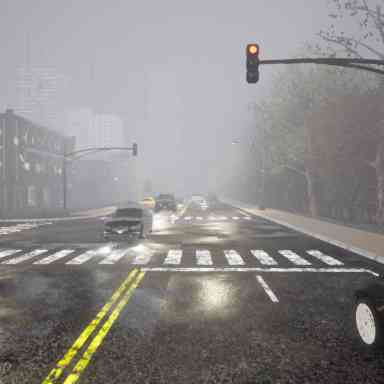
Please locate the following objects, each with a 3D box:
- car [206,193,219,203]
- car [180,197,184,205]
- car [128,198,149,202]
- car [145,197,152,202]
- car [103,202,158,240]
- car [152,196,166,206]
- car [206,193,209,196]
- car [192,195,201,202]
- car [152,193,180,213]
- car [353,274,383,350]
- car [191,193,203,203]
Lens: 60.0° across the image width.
[{"bbox_3d":[4.320,1.480,66.131,1.837,1.490,4.892,0,0,1],"label":"car"},{"bbox_3d":[-2.462,1.526,59.235,2.033,1.411,5.357,0,0,1],"label":"car"},{"bbox_3d":[-6.093,1.590,35.216,1.895,1.301,4.718,0,0,1],"label":"car"},{"bbox_3d":[-5.951,1.463,44.346,1.882,1.535,5.008,0,0,1],"label":"car"},{"bbox_3d":[-3.103,1.501,16.942,1.837,1.490,4.892,0,0,1],"label":"car"},{"bbox_3d":[-5.735,1.483,57.763,1.837,1.490,4.892,0,0,1],"label":"car"},{"bbox_3d":[4.373,1.195,76.594,2.150,2.045,5.566,0,0,1],"label":"car"},{"bbox_3d":[1.124,1.510,76.718,2.033,1.411,5.357,0,0,1],"label":"car"},{"bbox_3d":[-2.820,1.205,37.026,2.150,2.045,5.566,0,1,-1],"label":"car"},{"bbox_3d":[3.393,1.477,3.176,1.882,1.535,5.008,0,0,1],"label":"car"},{"bbox_3d":[1.071,1.197,66.094,2.150,2.045,5.566,0,0,1],"label":"car"}]
